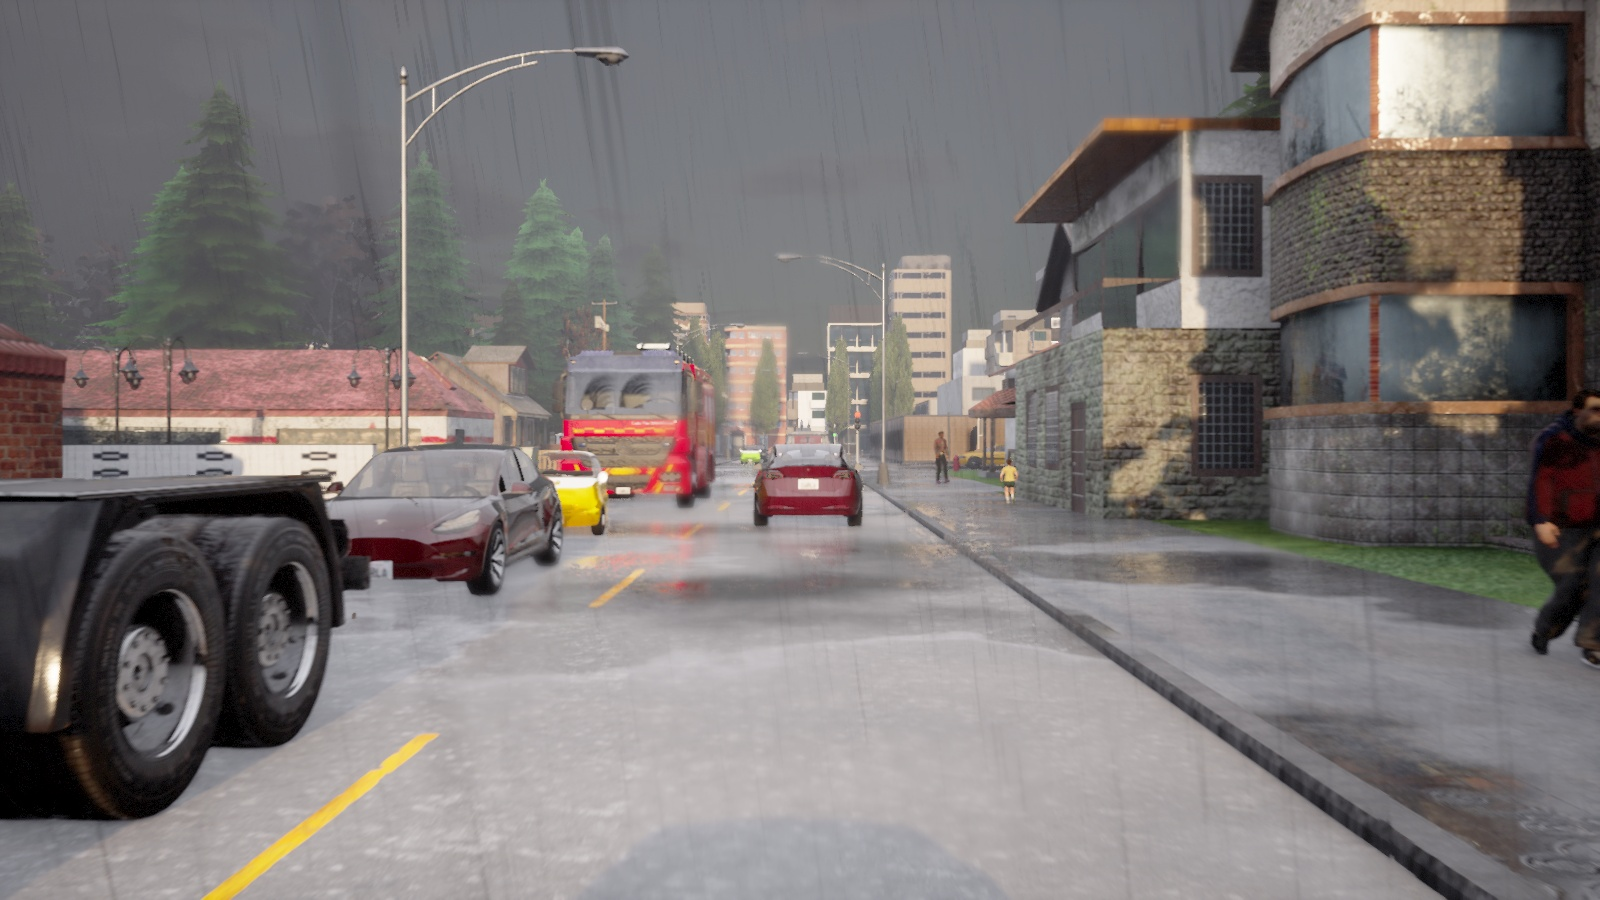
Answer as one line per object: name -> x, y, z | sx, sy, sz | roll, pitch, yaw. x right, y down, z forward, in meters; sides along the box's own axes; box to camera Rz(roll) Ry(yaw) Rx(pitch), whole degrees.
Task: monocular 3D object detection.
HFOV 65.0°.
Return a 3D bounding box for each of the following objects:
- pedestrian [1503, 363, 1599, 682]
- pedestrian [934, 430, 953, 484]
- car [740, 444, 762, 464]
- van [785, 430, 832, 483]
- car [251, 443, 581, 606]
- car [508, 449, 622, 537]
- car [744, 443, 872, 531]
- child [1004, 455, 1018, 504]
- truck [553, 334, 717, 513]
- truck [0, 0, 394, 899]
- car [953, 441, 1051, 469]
pedestrian -> 4.861, 0.417, 7.682 | 0.634, 1.844, 0.899 | 0, 0, 3
pedestrian -> 4.808, 0.222, 42.199 | 0.328, 1.805, 0.869 | 0, 0, -16
car -> -3.474, 0.298, 88.880 | 1.481, 1.376, 2.207 | 0, 0, 0
van -> 0.314, 0.221, 49.440 | 1.775, 1.987, 4.442 | 0, 0, 0
car -> -3.907, 0.665, 13.820 | 2.163, 1.488, 4.792 | 0, 0, 0
car -> -3.862, 0.680, 20.920 | 1.481, 1.376, 2.207 | 0, 0, 0
car -> 0.154, 0.613, 23.667 | 2.163, 1.488, 4.792 | 0, 0, 0
child -> 4.809, 0.678, 28.670 | 0.255, 1.110, 0.394 | 0, 0, 1
truck -> -3.802, -0.596, 31.074 | 2.891, 3.827, 8.468 | 0, 0, 0
truck -> -3.950, -0.258, 3.496 | 2.891, 3.462, 7.936 | 0, 0, 1
car -> 11.604, 0.288, 72.242 | 5.366, 1.575, 1.801 | 0, 0, 0
